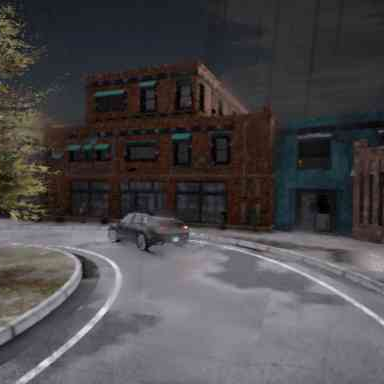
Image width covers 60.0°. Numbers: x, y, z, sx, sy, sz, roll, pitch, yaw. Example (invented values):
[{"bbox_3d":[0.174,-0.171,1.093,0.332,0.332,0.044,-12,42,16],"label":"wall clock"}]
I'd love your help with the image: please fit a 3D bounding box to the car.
[{"bbox_3d":[-2.045,1.599,14.641,1.837,1.490,4.892,2,-2,-36],"label":"car"}]
